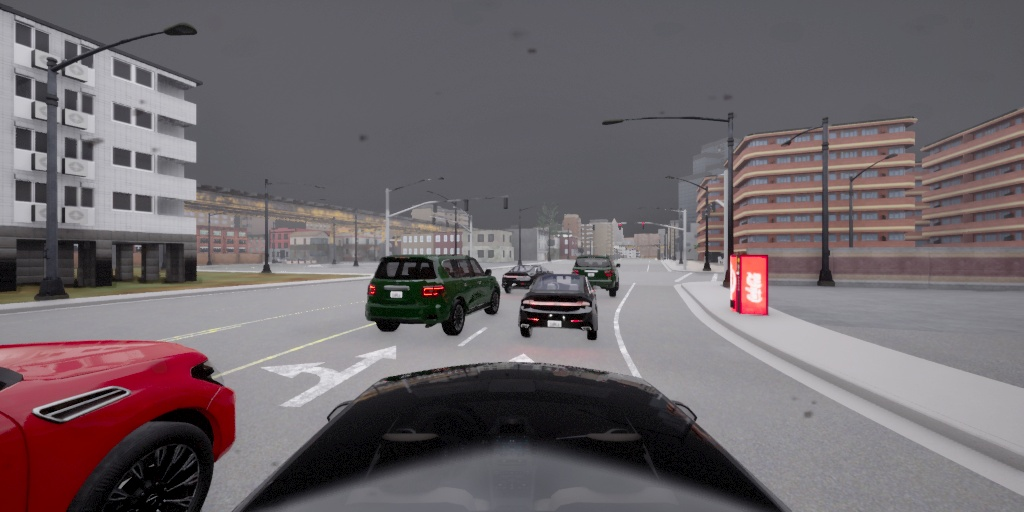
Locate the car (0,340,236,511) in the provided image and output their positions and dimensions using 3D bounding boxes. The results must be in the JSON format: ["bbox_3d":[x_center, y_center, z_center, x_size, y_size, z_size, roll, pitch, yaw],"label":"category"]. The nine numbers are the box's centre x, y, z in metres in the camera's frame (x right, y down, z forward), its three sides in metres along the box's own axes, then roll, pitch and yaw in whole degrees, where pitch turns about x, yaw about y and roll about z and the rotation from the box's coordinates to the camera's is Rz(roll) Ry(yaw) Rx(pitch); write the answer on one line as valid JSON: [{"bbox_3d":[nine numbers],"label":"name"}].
[{"bbox_3d":[-3.264,0.971,0.504,2.150,2.045,5.566,0,0,-2],"label":"car"}]

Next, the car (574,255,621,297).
[{"bbox_3d":[4.552,0.971,19.308,2.150,2.045,5.566,0,0,19],"label":"car"}]

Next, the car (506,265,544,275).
[{"bbox_3d":[1.103,1.242,20.141,2.128,1.511,4.902,0,0,24],"label":"car"}]

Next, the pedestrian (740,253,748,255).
[{"bbox_3d":[8.042,0.795,12.438,0.375,1.860,0.375,0,0,21],"label":"pedestrian"}]

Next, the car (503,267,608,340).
[{"bbox_3d":[1.435,1.242,10.065,2.128,1.511,4.902,0,0,12],"label":"car"}]

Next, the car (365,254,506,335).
[{"bbox_3d":[-1.999,0.971,10.775,2.150,2.045,5.566,0,0,14],"label":"car"}]

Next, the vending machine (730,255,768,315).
[{"bbox_3d":[7.810,0.945,11.819,1.100,2.100,0.880,0,0,20],"label":"vending machine"}]
